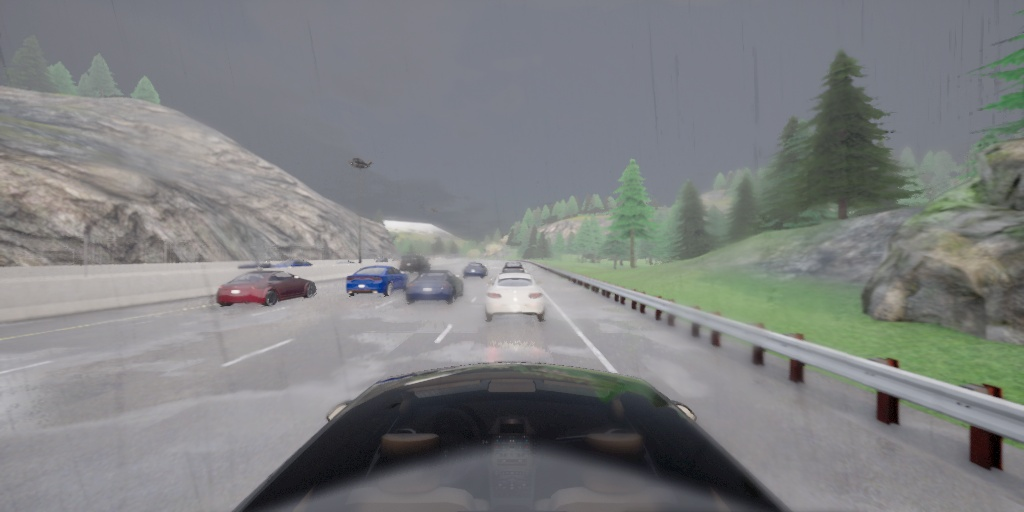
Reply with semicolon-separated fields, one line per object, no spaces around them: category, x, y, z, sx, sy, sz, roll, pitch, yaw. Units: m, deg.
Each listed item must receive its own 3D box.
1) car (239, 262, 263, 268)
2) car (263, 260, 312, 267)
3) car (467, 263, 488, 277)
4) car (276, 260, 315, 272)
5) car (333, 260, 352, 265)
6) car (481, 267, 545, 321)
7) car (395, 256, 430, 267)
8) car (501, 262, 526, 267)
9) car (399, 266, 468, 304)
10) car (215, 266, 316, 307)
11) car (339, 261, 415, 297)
car;-31.553;1.359;44.688;1.895;1.301;4.718;0;0;0
car;-24.570;1.235;39.668;1.882;1.535;5.008;0;0;0
car;-3.385;1.318;33.825;1.994;1.385;4.181;0;0;0
car;-28.053;1.250;46.706;2.128;1.511;4.902;0;0;0
car;-21.062;1.283;44.874;1.812;1.442;4.674;0;0;0
car;0.100;1.277;12.344;1.812;1.442;4.674;0;0;0
car;-10.383;0.977;38.668;2.150;2.045;5.566;0;0;0
car;0.114;1.245;30.050;2.128;1.511;4.902;0;0;0
car;-3.393;1.316;16.400;1.994;1.385;4.181;0;0;0
car;-10.393;1.317;15.505;1.994;1.385;4.181;0;0;0
car;-6.892;1.230;18.911;1.882;1.535;5.008;0;0;0
